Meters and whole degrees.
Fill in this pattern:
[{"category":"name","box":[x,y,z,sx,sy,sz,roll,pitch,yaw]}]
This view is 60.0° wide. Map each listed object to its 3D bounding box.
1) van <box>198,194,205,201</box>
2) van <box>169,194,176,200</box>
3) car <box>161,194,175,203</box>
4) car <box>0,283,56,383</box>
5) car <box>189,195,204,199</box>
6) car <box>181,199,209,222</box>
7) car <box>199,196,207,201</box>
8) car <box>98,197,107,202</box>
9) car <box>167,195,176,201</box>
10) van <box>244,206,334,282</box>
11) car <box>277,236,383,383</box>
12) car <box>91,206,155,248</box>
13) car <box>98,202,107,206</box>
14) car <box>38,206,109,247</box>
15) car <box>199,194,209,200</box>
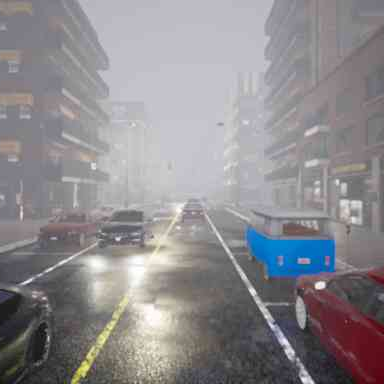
[{"category":"van","box":[2.549,1.337,86.548,1.690,1.788,3.998,0,0,0]},{"category":"van","box":[-5.333,1.334,92.098,1.690,1.788,3.998,0,0,0]},{"category":"car","box":[-5.328,1.319,69.890,2.192,1.841,5.009,0,0,0]},{"category":"car","box":[-2.837,1.566,2.820,1.994,1.385,4.181,0,0,0]},{"category":"car","box":[0.250,1.514,41.333,1.837,1.490,4.892,0,0,3]},{"category":"car","box":[0.093,1.555,26.167,2.033,1.411,5.357,0,0,0]},{"category":"car","box":[2.550,1.581,80.996,1.802,1.307,4.206,0,0,0]},{"category":"car","box":[-16.928,1.647,57.728,4.097,1.590,1.967,-1,1,0]},{"category":"car","box":[-5.332,1.541,86.546,1.887,1.381,4.507,0,0,0]},{"category":"van","box":[2.564,1.345,9.468,1.690,1.788,3.998,0,0,0]},{"category":"car","box":[2.565,1.547,3.880,1.887,1.381,4.507,0,0,0]},{"category":"car","box":[-2.753,1.511,14.809,1.837,1.490,4.892,0,0,0]},{"category":"car","box":[-5.319,1.558,20.641,2.008,1.369,4.403,0,0,0]},{"category":"car","box":[-5.318,1.551,15.053,1.887,1.381,4.507,0,0,0]},{"category":"car","box":[2.552,1.570,69.892,1.947,1.339,4.313,0,0,0]}]
